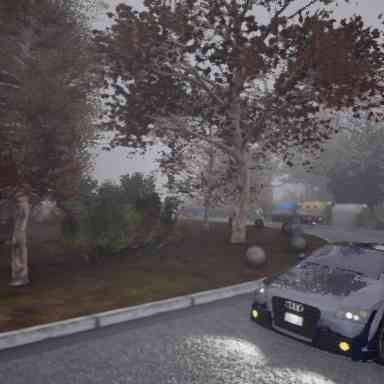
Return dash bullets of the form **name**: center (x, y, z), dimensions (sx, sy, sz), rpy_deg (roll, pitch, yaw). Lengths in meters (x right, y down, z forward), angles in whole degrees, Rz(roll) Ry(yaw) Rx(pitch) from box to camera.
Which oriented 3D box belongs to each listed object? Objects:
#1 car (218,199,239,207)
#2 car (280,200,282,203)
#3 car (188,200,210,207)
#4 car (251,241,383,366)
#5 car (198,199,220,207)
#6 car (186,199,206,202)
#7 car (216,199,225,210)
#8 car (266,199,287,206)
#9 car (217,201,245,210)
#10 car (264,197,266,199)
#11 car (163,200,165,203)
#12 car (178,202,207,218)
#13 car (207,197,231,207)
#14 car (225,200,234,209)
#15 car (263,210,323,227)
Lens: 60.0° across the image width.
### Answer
- **car**: center (8.325, 2.510, 76.932), dimensions (2.097, 1.535, 5.008), rpy_deg (1, 0, -36)
- **car**: center (18.184, 2.535, 68.122), dimensions (1.946, 1.575, 5.366), rpy_deg (1, 0, -36)
- **car**: center (1.469, 2.465, 72.064), dimensions (2.163, 1.488, 4.792), rpy_deg (1, 0, -36)
- **car**: center (2.984, 1.627, 5.968), dimensions (4.181, 1.385, 1.994), rpy_deg (1, 0, -39)
- **car**: center (3.760, 2.460, 73.670), dimensions (2.231, 1.521, 4.892), rpy_deg (1, 0, -35)
- **car**: center (0.248, 2.109, 55.117), dimensions (2.435, 2.045, 5.566), rpy_deg (0, 0, -36)
- **car**: center (2.414, 2.125, 56.665), dimensions (2.435, 2.045, 5.566), rpy_deg (0, 0, -36)
- **car**: center (22.025, 2.674, 86.690), dimensions (2.231, 1.521, 4.892), rpy_deg (1, 0, -35)
- **car**: center (6.957, 2.416, 59.882), dimensions (2.097, 1.535, 5.008), rpy_deg (1, 0, -36)
- **car**: center (19.755, 2.392, 85.046), dimensions (2.435, 2.045, 5.566), rpy_deg (1, 0, -35)
- **car**: center (-5.248, 2.372, 67.003), dimensions (1.946, 1.575, 5.366), rpy_deg (0, 0, -36)
- **car**: center (-0.064, 2.247, 38.938), dimensions (1.882, 1.535, 5.008), rpy_deg (4, -4, -34)
- **car**: center (6.065, 2.233, 75.277), dimensions (2.435, 2.045, 5.566), rpy_deg (1, 0, -36)
- **car**: center (4.794, 2.436, 58.333), dimensions (2.002, 1.452, 4.674), rpy_deg (1, 0, -36)
- **car**: center (8.020, 2.099, 26.967), dimensions (1.895, 1.301, 4.718), rpy_deg (4, -3, -33)
